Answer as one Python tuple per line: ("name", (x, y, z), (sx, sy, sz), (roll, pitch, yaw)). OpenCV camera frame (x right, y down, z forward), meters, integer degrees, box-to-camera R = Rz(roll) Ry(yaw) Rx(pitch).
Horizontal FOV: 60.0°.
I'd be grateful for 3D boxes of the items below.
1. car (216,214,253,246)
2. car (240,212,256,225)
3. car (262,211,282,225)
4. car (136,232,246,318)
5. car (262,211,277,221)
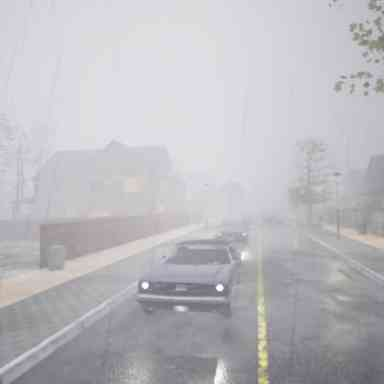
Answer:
("car", (2.487, 2.299, 19.754), (1.812, 1.442, 4.674), (-1, -2, 11))
("car", (6.309, 3.020, 38.582), (1.812, 1.442, 4.674), (-1, -3, 12))
("car", (8.869, 2.909, 36.899), (1.812, 1.442, 4.674), (-1, -2, 12))
("car", (0.227, 1.946, 8.375), (1.895, 1.301, 4.718), (-1, -2, 11))
("car", (10.795, 3.377, 46.794), (1.895, 1.301, 4.718), (-1, -3, 11))
